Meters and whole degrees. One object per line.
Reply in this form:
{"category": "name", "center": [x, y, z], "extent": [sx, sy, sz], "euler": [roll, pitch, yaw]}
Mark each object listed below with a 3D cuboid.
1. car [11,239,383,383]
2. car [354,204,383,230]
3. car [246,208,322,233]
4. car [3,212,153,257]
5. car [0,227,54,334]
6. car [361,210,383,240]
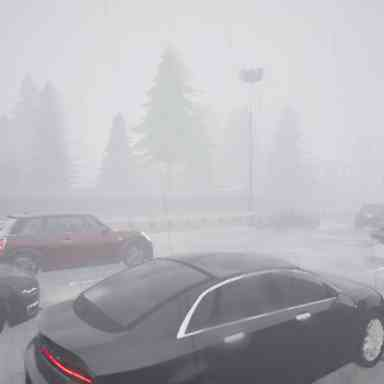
{"category": "car", "center": [0.635, 1.528, 4.199], "extent": [4.892, 1.490, 1.837], "euler": [0, 0, -36]}
{"category": "car", "center": [12.355, 1.526, 21.149], "extent": [4.553, 1.767, 2.097], "euler": [1, 0, -35]}
{"category": "car", "center": [5.806, 1.679, 20.779], "extent": [5.357, 1.411, 2.033], "euler": [1, 0, -35]}
{"category": "car", "center": [-3.415, 1.374, 9.910], "extent": [4.553, 1.767, 2.097], "euler": [1, 0, -35]}
{"category": "car", "center": [-4.778, 1.494, 4.638], "extent": [4.892, 1.490, 1.837], "euler": [1, 0, -35]}
{"category": "car", "center": [10.382, 1.684, 15.445], "extent": [5.357, 1.411, 2.033], "euler": [1, 0, -35]}
